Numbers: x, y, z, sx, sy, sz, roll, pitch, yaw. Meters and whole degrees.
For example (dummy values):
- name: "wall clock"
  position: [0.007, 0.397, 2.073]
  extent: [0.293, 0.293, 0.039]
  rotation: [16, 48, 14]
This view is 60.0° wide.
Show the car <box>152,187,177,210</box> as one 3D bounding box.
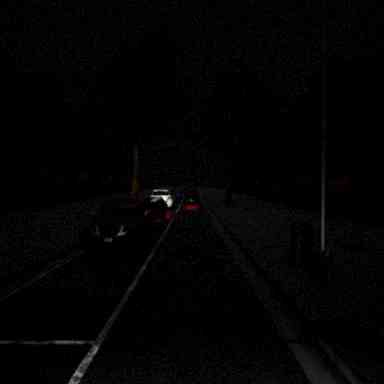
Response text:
- name: "car"
  position: [-2.981, 0.711, 34.052]
  extent: [2.150, 2.045, 5.566]
  rotation: [0, 1, 0]

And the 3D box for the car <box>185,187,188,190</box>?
- name: "car"
  position: [0.014, 0.289, 61.172]
  extent: [1.837, 1.490, 4.892]
  rotation: [0, 2, 0]

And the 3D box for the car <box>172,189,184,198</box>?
- name: "car"
  position: [-2.630, 0.265, 62.959]
  extent: [2.008, 1.369, 4.403]
  rotation: [1, 2, 0]

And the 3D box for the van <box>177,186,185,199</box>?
- name: "van"
  position: [-2.630, 0.230, 57.409]
  extent: [1.690, 1.788, 3.998]
  rotation: [0, 2, 0]

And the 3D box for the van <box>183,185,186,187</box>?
- name: "van"
  position: [-2.626, -0.131, 68.494]
  extent: [1.690, 1.788, 3.998]
  rotation: [1, 2, 0]

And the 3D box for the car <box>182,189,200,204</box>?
- name: "car"
  position: [0.011, 0.761, 44.512]
  extent: [1.837, 1.490, 4.892]
  rotation: [0, 1, 1]

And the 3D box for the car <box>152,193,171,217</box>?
- name: "car"
  position: [-3.015, 1.105, 27.029]
  extent: [1.882, 1.535, 5.008]
  rotation: [0, 1, 0]

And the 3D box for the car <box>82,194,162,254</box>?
- name: "car"
  position: [-2.648, 1.185, 13.058]
  extent: [2.192, 1.841, 5.009]
  rotation: [-1, 1, 0]
